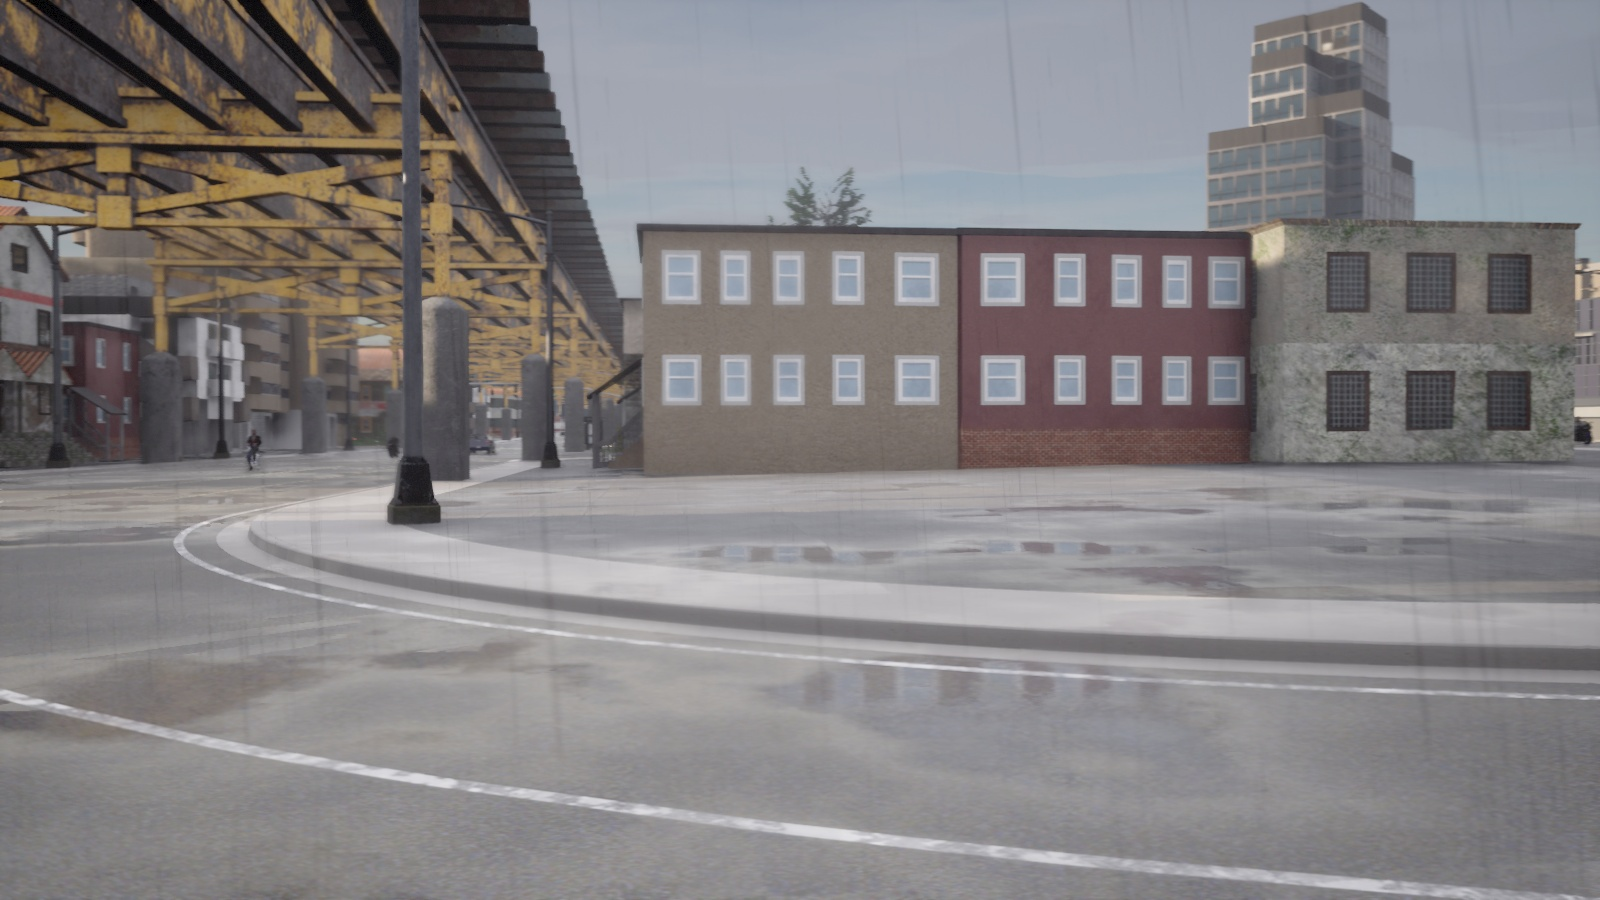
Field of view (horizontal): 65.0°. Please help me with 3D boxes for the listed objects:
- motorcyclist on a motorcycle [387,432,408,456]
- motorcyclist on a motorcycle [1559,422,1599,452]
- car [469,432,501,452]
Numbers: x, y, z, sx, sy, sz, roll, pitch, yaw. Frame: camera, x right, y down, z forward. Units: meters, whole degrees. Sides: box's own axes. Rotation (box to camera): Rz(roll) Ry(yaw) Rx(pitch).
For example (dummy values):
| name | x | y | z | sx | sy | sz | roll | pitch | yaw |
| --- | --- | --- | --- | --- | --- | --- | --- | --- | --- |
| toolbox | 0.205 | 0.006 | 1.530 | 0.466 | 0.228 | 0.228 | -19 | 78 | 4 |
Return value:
| name | x | y | z | sx | sy | sz | roll | pitch | yaw |
| --- | --- | --- | --- | --- | --- | --- | --- | --- | --- |
| motorcyclist on a motorcycle | -25.695 | -0.395 | 80.155 | 0.866 | 1.530 | 2.191 | 0 | 1 | -6 |
| motorcyclist on a motorcycle | 40.621 | -0.702 | 65.231 | 0.866 | 1.530 | 2.191 | 0 | 1 | -6 |
| car | -23.715 | -0.616 | 94.723 | 1.845 | 1.501 | 3.633 | 0 | 1 | -6 |
